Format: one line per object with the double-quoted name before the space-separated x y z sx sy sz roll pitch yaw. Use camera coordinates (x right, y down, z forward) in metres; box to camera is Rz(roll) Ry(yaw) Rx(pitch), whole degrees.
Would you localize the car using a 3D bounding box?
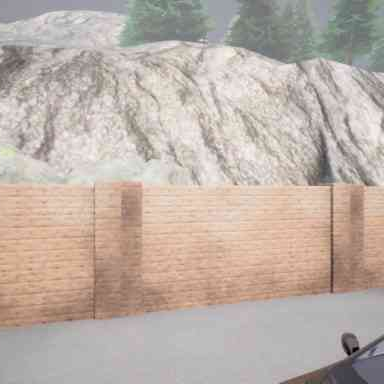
"car" 2.193 1.492 1.896 4.902 1.511 2.128 0 0 -18
